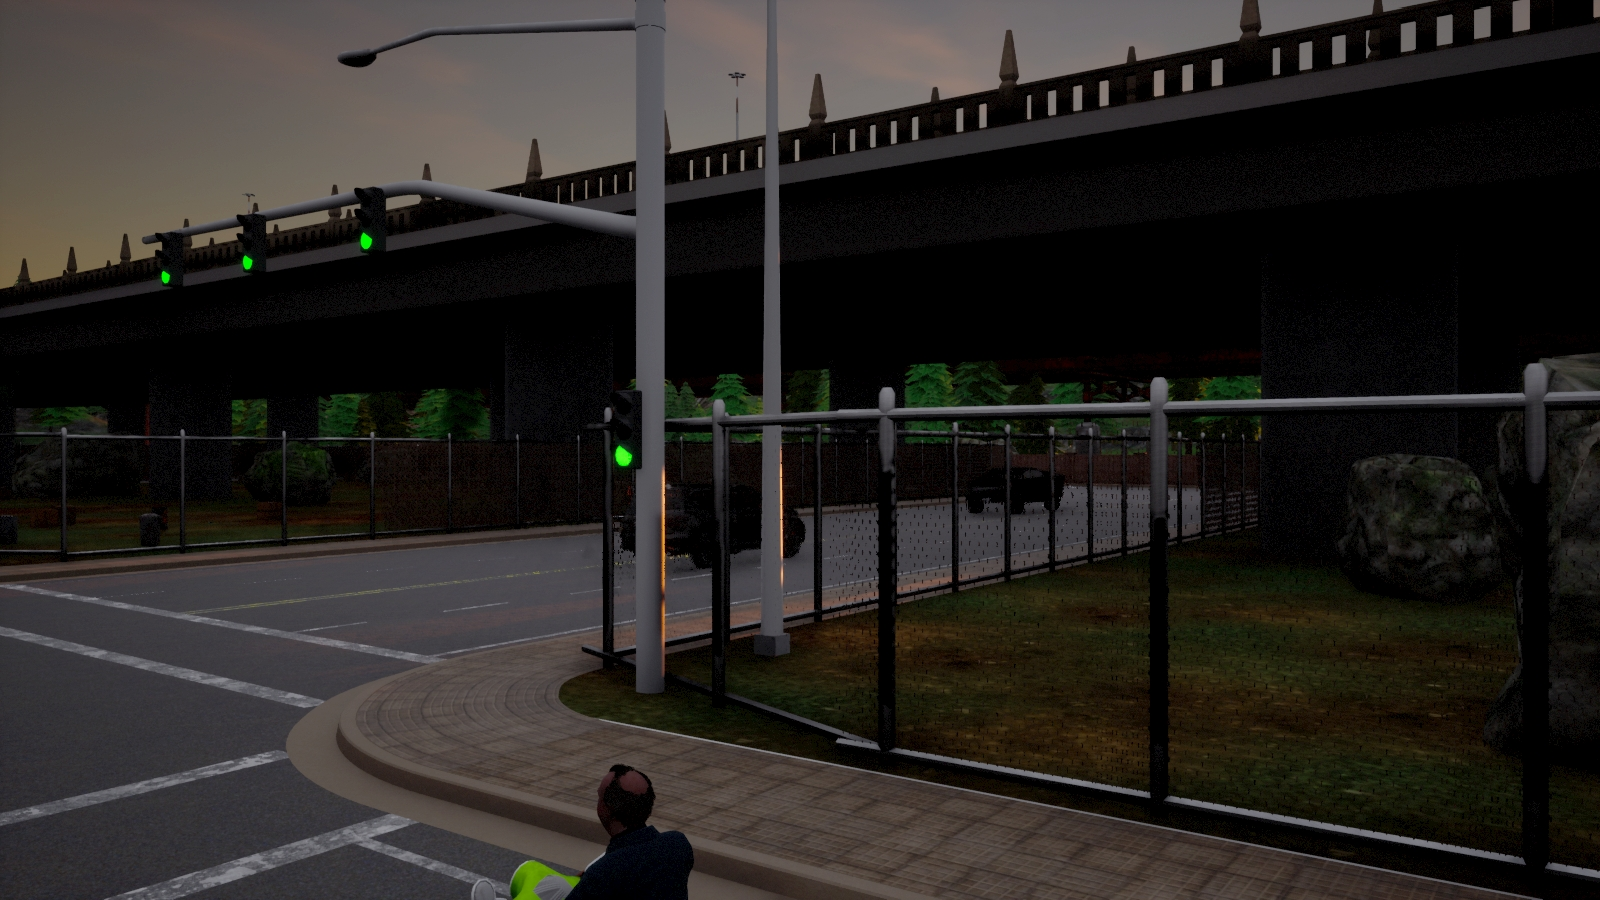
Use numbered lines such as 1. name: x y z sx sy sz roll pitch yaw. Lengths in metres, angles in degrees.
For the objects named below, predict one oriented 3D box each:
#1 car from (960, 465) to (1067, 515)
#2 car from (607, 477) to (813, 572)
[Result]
1. car: 9.830 1.753 52.157 2.390 2.098 6.274 0 0 35
2. car: -2.145 1.779 29.128 2.150 2.045 5.566 0 0 35
